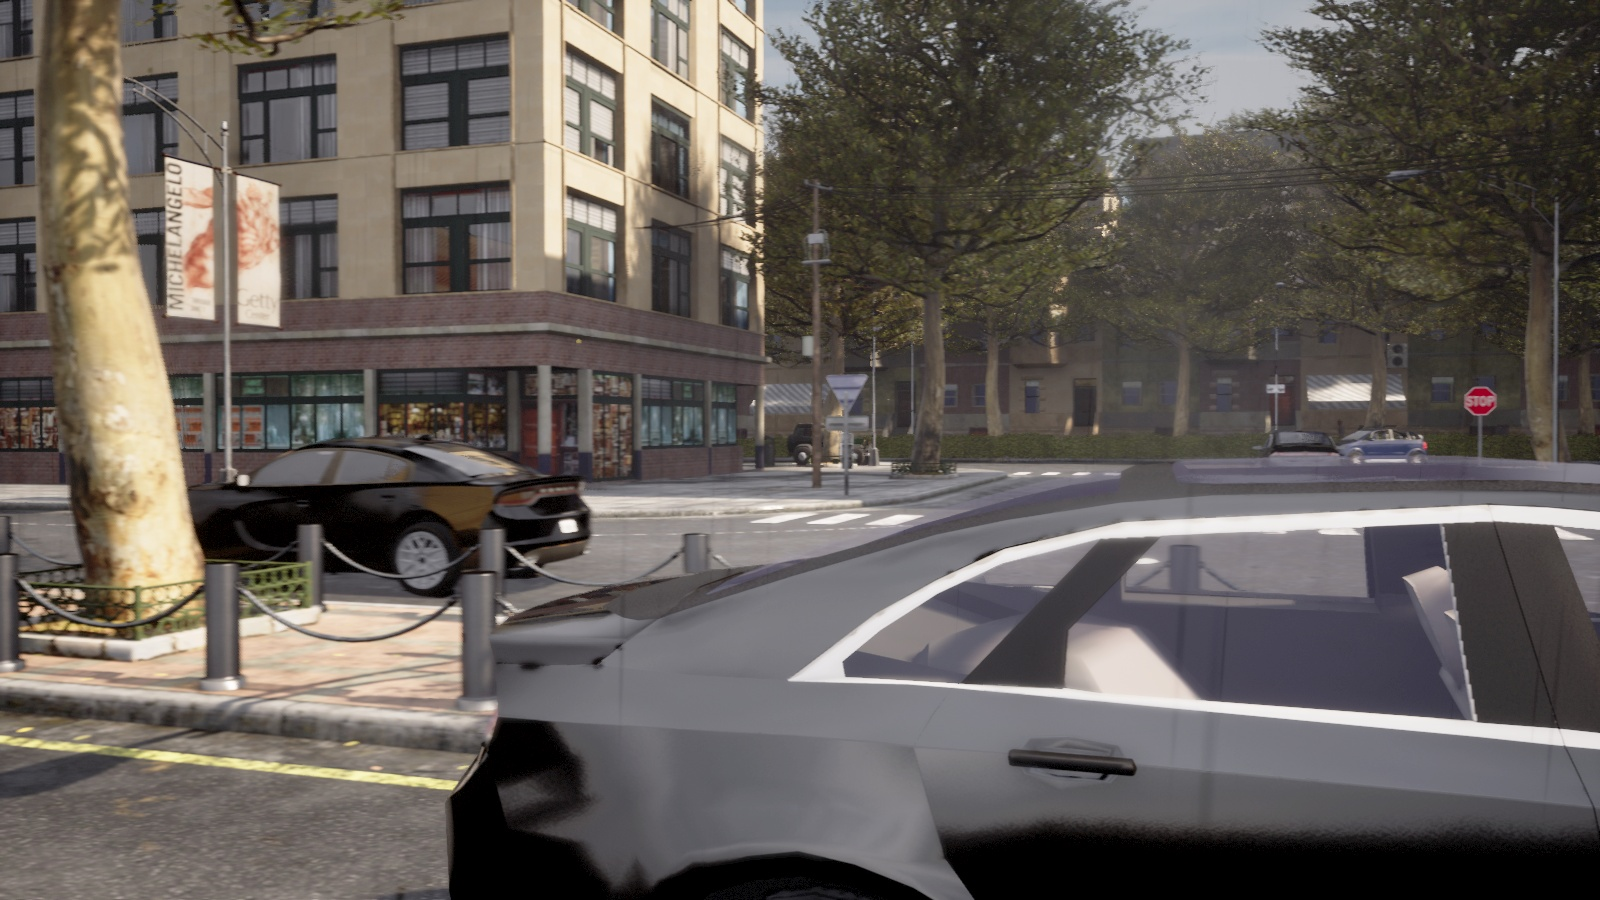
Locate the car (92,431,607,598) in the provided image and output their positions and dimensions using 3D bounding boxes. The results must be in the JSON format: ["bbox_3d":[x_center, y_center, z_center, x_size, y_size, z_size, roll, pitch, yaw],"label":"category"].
[{"bbox_3d":[-4.725,0.575,13.222,5.008,1.535,1.882,0,1,19],"label":"car"}]

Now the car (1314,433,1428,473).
[{"bbox_3d":[22.442,0.098,49.411,3.705,1.549,1.789,0,1,-7],"label":"car"}]

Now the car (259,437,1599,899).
[{"bbox_3d":[1.621,0.746,2.647,4.902,1.511,2.128,1,1,19],"label":"car"}]

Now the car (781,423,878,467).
[{"bbox_3d":[1.307,-0.253,54.944,3.866,1.878,1.905,1,1,19],"label":"car"}]

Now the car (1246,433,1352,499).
[{"bbox_3d":[12.448,0.323,31.623,2.128,1.511,4.902,1,1,18],"label":"car"}]
